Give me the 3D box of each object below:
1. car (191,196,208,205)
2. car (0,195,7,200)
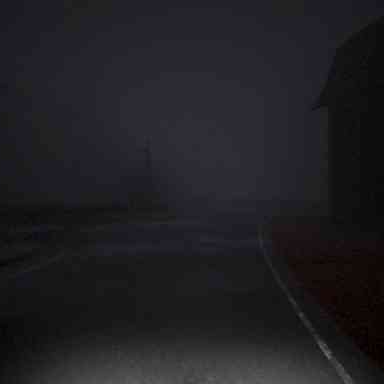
[{"bbox_3d":[1.414,1.446,58.880,1.812,1.442,4.674,0,0,-19],"label":"car"},{"bbox_3d":[-30.929,1.354,53.119,2.242,1.667,4.611,0,0,-19],"label":"car"}]
